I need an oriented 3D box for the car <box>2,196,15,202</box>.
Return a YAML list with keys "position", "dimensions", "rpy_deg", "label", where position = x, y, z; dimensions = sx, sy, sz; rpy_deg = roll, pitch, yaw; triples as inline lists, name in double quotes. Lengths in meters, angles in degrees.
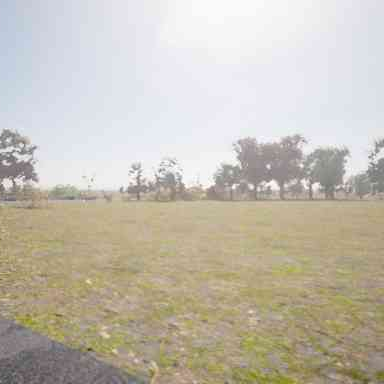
- position: [-44.884, 1.656, 82.546]
  dimensions: [1.812, 1.442, 4.674]
  rpy_deg: [0, 0, 34]
  label: "car"
